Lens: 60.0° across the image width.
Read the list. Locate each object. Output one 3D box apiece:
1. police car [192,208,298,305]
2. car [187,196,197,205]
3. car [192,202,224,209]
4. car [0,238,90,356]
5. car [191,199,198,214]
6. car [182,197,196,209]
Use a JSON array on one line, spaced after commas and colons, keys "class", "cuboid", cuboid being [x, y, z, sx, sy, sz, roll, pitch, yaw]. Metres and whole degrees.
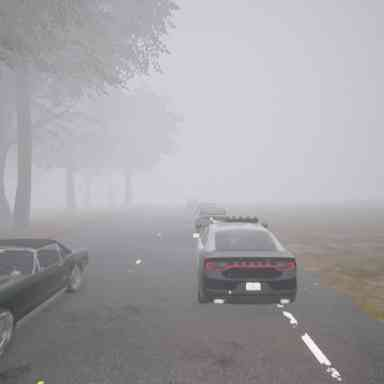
[{"class": "police car", "cuboid": [1.060, 1.431, 8.327, 1.930, 1.638, 5.238, 0, 0, 0]}, {"class": "car", "cuboid": [0.056, 1.640, 63.619, 1.882, 1.535, 5.008, 0, 0, 0]}, {"class": "car", "cuboid": [1.068, 1.523, 18.219, 1.837, 1.490, 4.892, 0, 0, 0]}, {"class": "car", "cuboid": [-3.492, 1.605, 6.088, 1.895, 1.301, 4.718, 0, 0, 0]}, {"class": "car", "cuboid": [1.073, 1.532, 24.221, 1.837, 1.490, 4.892, 0, 0, 0]}, {"class": "car", "cuboid": [0.066, 1.625, 45.888, 2.033, 1.411, 5.357, 0, 0, 1]}]
